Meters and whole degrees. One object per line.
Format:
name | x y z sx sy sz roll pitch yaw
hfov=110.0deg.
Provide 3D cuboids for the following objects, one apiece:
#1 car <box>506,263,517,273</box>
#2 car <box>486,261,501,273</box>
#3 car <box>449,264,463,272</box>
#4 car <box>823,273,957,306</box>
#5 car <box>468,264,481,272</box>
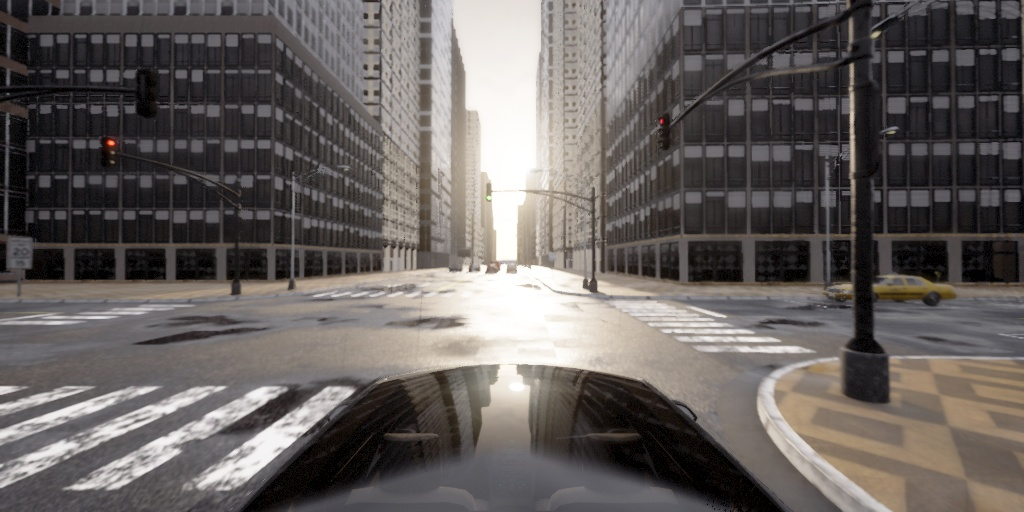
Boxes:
car | -0.028 2.067 58.934 2.033 1.411 5.357 0 -1 0
car | -3.278 2.046 58.933 1.812 1.442 4.674 0 -1 0
car | -9.780 2.131 63.097 2.033 1.411 5.357 0 -1 0
car | 17.080 1.462 16.354 4.829 1.417 1.751 0 0 2
car | -6.530 2.075 63.099 2.128 1.511 4.902 0 -1 0
